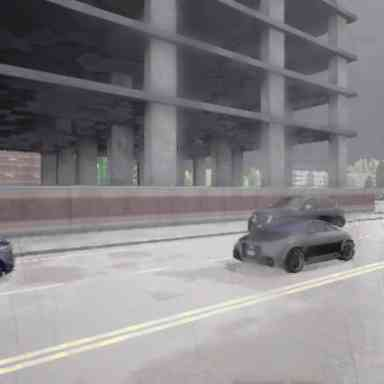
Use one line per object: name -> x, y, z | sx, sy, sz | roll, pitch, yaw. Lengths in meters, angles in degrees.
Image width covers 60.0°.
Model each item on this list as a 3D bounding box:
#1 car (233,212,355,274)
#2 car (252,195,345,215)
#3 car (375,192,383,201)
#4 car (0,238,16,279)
car -> 3.311, 1.541, 10.581 | 4.181, 1.385, 1.994 | 0, 0, -35
car -> 5.282, 1.186, 16.329 | 5.566, 2.045, 2.150 | 0, 0, -35
car -> 39.959, 1.194, 72.269 | 3.806, 1.475, 1.970 | 0, 0, -35
car -> -6.554, 1.565, 7.903 | 4.181, 1.385, 1.994 | 0, 0, -35
